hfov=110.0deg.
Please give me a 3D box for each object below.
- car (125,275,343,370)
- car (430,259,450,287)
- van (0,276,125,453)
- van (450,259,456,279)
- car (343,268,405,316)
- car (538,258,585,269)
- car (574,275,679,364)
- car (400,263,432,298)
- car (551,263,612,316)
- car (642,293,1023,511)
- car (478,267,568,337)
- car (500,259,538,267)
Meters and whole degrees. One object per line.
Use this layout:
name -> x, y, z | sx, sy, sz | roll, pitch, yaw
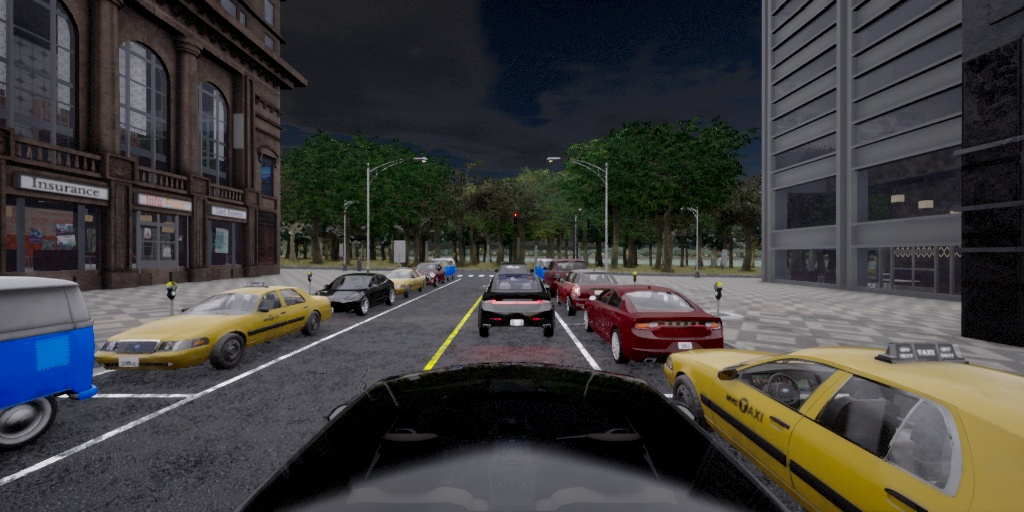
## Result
car -> -5.756, 1.275, 7.796 | 1.751, 1.417, 4.829 | 0, 0, 0
car -> -5.736, 1.192, 24.278 | 1.967, 1.591, 4.097 | 0, 0, 0
van -> -5.762, 1.091, 2.529 | 1.690, 1.789, 3.998 | 0, 0, 0
van -> -5.729, 1.095, 29.716 | 1.690, 1.789, 3.998 | 0, 0, 0
car -> -5.749, 1.316, 13.403 | 1.948, 1.339, 4.313 | 0, 0, 0
car -> 2.783, 1.066, 18.831 | 2.192, 1.841, 5.009 | 0, 0, 0
car -> 2.769, 1.295, 7.956 | 1.888, 1.381, 4.507 | 0, 0, 0
car -> -5.743, 1.277, 18.671 | 1.751, 1.417, 4.829 | 0, 0, 0
car -> 2.776, 1.190, 13.393 | 1.967, 1.591, 4.097 | 0, 0, 0
car -> 2.763, 1.275, 2.688 | 1.751, 1.417, 4.829 | 0, 0, 0
car -> 0.111, 1.242, 10.269 | 2.128, 1.511, 4.902 | 0, 0, 0
car -> 0.122, 1.104, 19.234 | 2.097, 1.767, 4.553 | 0, 0, 1
